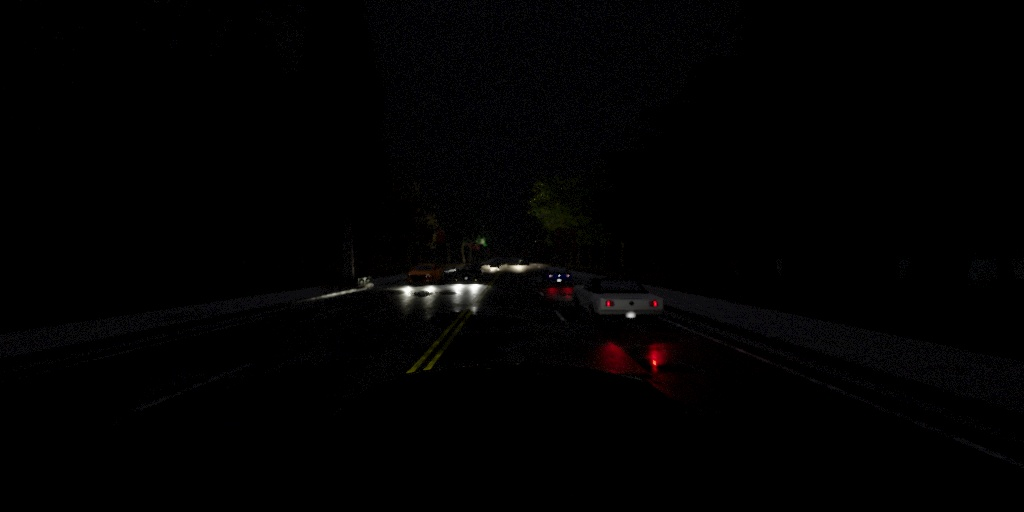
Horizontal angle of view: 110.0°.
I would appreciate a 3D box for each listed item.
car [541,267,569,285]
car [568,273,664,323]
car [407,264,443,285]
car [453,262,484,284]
[{"bbox_3d":[3.361,1.465,27.736,1.895,1.301,4.718,0,0,0],"label":"car"},{"bbox_3d":[3.353,1.388,12.326,1.895,1.301,4.718,0,0,0],"label":"car"},{"bbox_3d":[-6.584,1.340,27.524,1.882,1.535,5.008,0,0,0],"label":"car"},{"bbox_3d":[-3.333,1.429,28.014,1.994,1.385,4.181,0,0,0],"label":"car"}]
